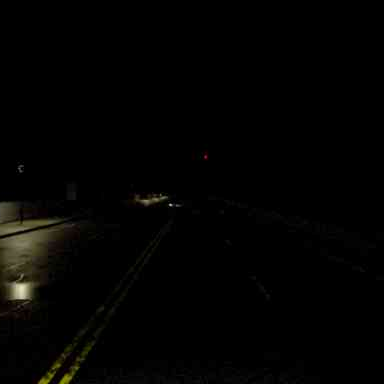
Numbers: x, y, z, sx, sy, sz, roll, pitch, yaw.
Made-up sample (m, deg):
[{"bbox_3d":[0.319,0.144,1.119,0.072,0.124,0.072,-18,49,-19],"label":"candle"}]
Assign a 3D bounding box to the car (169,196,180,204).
[{"bbox_3d":[-3.248,1.494,61.996,2.033,1.411,5.357,0,0,0],"label":"car"}]
